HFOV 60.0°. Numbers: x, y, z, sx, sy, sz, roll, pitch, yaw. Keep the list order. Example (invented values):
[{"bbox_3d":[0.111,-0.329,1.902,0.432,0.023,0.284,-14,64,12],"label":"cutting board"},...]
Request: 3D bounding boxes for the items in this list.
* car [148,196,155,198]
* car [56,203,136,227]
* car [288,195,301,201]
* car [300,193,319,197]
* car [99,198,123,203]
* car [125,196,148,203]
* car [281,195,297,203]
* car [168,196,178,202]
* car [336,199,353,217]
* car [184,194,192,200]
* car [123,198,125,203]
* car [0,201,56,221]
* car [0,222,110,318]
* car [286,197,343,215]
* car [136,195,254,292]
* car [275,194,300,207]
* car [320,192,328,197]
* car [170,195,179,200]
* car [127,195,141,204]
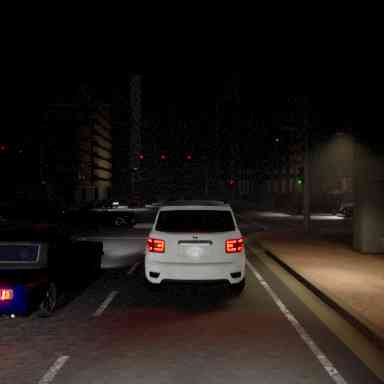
[{"bbox_3d":[-7.942,1.504,57.076,1.837,1.490,4.892,0,0,0],"label":"car"},{"bbox_3d":[-6.161,1.601,22.158,4.718,1.301,1.895,0,0,-1],"label":"car"},{"bbox_3d":[24.570,1.395,79.651,1.970,1.475,3.806,0,0,0],"label":"car"},{"bbox_3d":[16.130,1.156,47.073,1.905,1.878,3.866,0,0,0],"label":"car"},{"bbox_3d":[-11.407,1.547,45.705,2.033,1.411,5.357,0,0,0],"label":"car"},{"bbox_3d":[-7.912,1.477,47.804,1.882,1.535,5.008,0,0,0],"label":"car"},{"bbox_3d":[18.817,1.395,64.543,1.970,1.475,3.806,0,0,0],"label":"car"},{"bbox_3d":[-4.453,1.550,77.656,1.994,1.385,4.181,0,0,0],"label":"car"},{"bbox_3d":[15.449,1.564,29.361,4.181,1.385,1.994,0,0,1],"label":"car"},{"bbox_3d":[-0.990,1.303,85.825,1.882,1.535,5.008,0,0,0],"label":"car"},{"bbox_3d":[-11.439,1.601,55.297,1.895,1.301,4.718,0,0,0],"label":"car"},{"bbox_3d":[-12.647,1.507,26.713,4.892,1.490,1.837,-1,1,-17],"label":"car"},{"bbox_3d":[-3.420,1.601,7.348,1.895,1.301,4.718,0,0,1],"label":"car"},{"bbox_3d":[12.294,1.505,32.896,4.892,1.490,1.837,0,0,0],"label":"car"},{"bbox_3d":[0.093,1.221,9.100,2.150,2.045,5.566,0,0,1],"label":"car"},{"bbox_3d":[13.236,1.153,47.125,1.932,1.855,4.605,0,0,0],"label":"car"},{"bbox_3d":[30.148,1.153,79.707,1.932,1.855,4.605,0,0,0],"label":"car"},{"bbox_3d":[-4.490,1.378,85.809,1.994,1.385,4.181,0,0,0],"label":"car"},{"bbox_3d":[-11.428,1.477,65.783,1.882,1.535,5.008,0,0,0],"label":"car"}]
